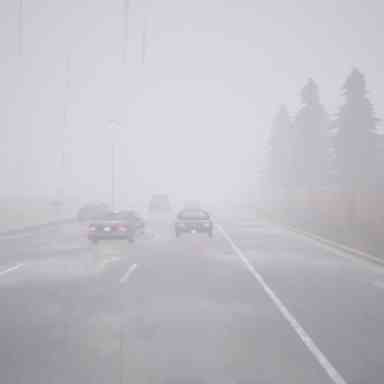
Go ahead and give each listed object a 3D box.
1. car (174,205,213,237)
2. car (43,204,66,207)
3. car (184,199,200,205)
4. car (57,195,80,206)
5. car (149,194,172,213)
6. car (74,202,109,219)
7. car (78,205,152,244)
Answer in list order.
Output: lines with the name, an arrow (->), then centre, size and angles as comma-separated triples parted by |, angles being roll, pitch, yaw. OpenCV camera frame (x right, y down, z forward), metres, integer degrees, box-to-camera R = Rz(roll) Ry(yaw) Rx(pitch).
car -> 0.088, 1.598, 18.059 | 1.895, 1.301, 4.718 | 0, 0, 0
car -> -14.109, 1.557, 34.443 | 1.994, 1.385, 4.181 | 0, 0, 0
car -> 0.038, 1.557, 40.187 | 1.994, 1.385, 4.181 | 0, 0, 0
car -> -21.051, 1.341, 56.842 | 2.097, 1.767, 4.553 | 0, 0, 1
car -> -3.448, 1.215, 36.565 | 2.150, 2.045, 5.566 | 0, 0, -1
car -> -6.914, 1.487, 24.596 | 2.128, 1.511, 4.902 | 0, 0, 0
car -> -3.409, 1.545, 15.866 | 2.033, 1.411, 5.357 | 0, 0, 0
